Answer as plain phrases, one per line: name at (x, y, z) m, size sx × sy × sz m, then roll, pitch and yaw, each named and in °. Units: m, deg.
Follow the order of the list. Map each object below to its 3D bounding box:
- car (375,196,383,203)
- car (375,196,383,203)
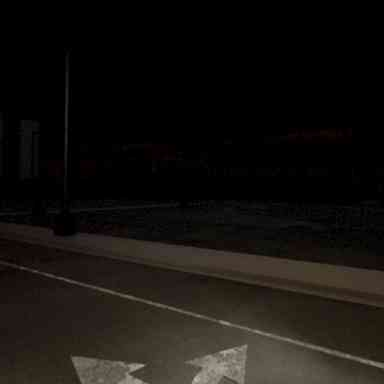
car at (39.549, 1.527, 68.234) m, size 1.853 × 1.218 × 4.536 m, roll 1°, pitch 1°, yaw 6°
car at (39.541, 1.685, 68.185) m, size 2.038 × 1.542 × 4.974 m, roll 1°, pitch 1°, yaw 6°
